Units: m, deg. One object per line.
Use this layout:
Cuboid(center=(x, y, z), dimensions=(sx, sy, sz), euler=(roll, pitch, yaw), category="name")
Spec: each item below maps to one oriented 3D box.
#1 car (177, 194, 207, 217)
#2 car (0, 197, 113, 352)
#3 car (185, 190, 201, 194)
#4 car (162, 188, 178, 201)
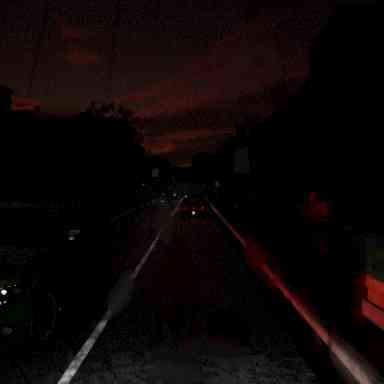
Cuboid(center=(0.100, 1.095, 25.102), dimensions=(1.895, 1.301, 4.718), euler=(0, 1, 0), category="car")
Cuboid(center=(-3.100, 1.168, 6.447), dimensions=(2.150, 2.045, 5.566), euler=(0, 1, 0), category="car")
Cuboid(center=(0.098, 0.562, 42.469), dimensions=(1.837, 1.490, 4.892), euler=(0, 2, 0), category="car")
Cuboid(center=(-3.089, 0.287, 47.328), dimensions=(2.097, 1.767, 4.553), euler=(0, 1, 0), category="car")
